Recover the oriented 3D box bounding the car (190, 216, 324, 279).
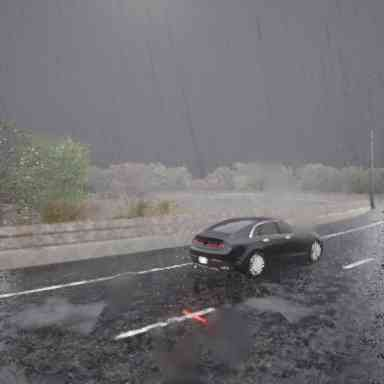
[{"bbox_3d":[2.153,1.502,10.136,4.892,1.490,1.837,0,0,-40],"label":"car"}]
